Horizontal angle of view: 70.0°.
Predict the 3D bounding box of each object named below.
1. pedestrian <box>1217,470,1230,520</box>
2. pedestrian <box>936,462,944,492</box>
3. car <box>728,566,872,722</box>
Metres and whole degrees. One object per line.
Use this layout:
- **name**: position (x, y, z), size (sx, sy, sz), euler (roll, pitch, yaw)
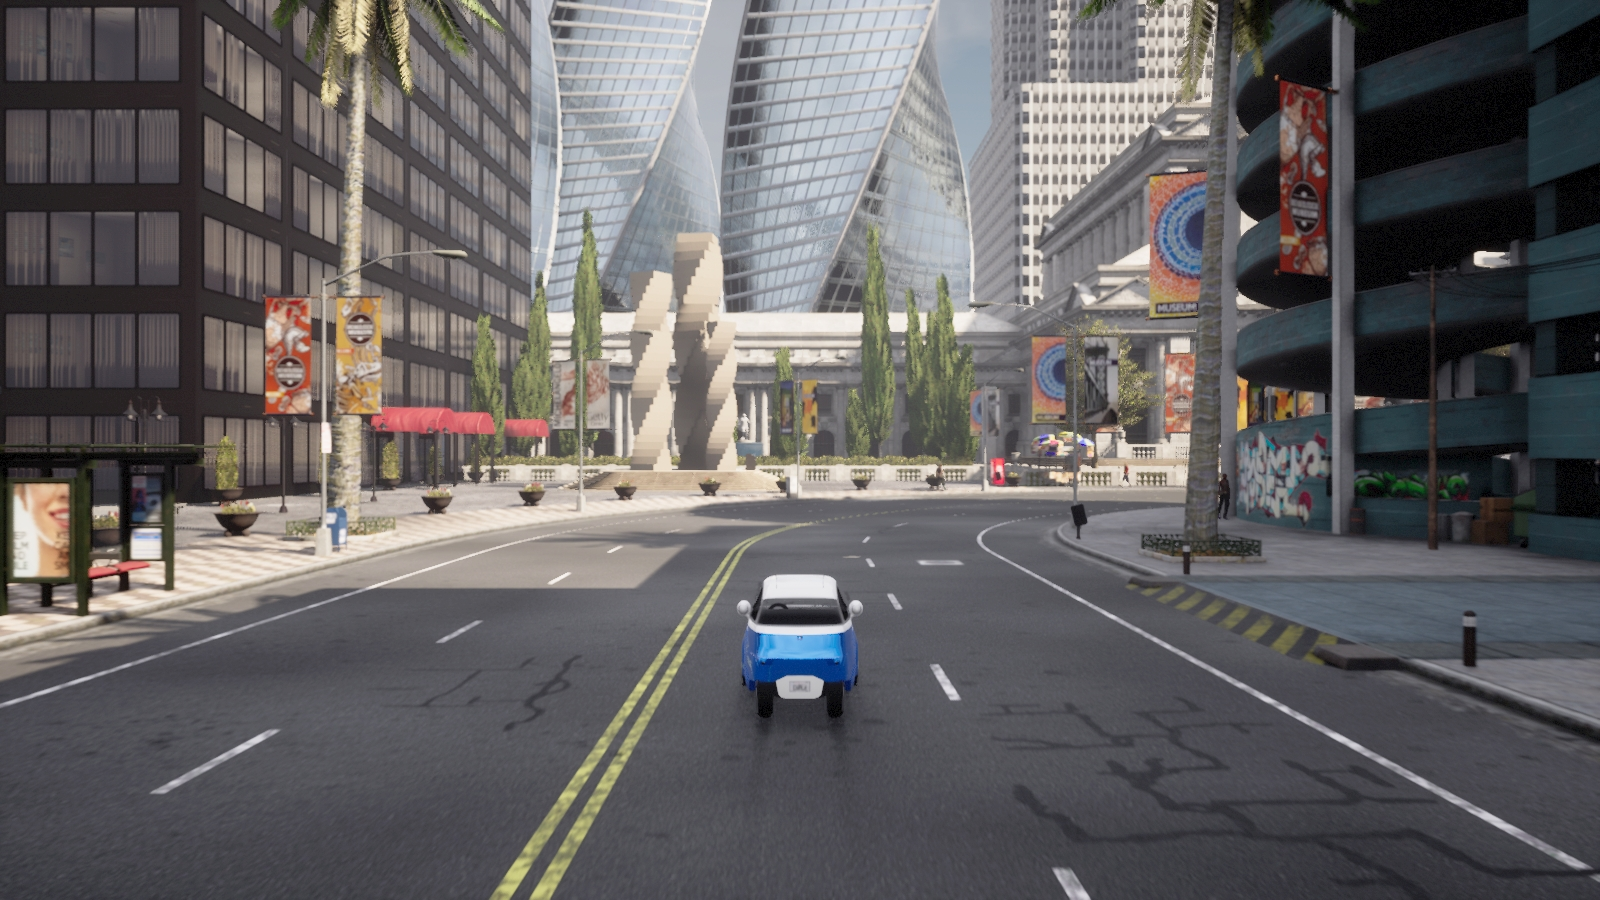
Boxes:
- **pedestrian**: position (15.890, 1.696, 42.868), size (0.375, 1.860, 0.375), euler (0, 0, 1)
- **pedestrian**: position (8.824, 1.696, 72.072), size (0.375, 1.860, 0.375), euler (0, 0, -40)
- **car**: position (0.000, 2.120, 12.916), size (1.481, 1.376, 2.207), euler (0, 0, 0)
